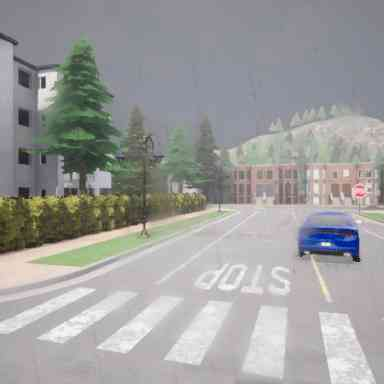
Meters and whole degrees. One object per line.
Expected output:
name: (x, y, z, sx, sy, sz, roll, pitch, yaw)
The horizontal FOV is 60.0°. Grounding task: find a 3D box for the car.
car: (5.246, 1.480, 12.538, 1.882, 1.535, 5.008, -1, -1, 26)
